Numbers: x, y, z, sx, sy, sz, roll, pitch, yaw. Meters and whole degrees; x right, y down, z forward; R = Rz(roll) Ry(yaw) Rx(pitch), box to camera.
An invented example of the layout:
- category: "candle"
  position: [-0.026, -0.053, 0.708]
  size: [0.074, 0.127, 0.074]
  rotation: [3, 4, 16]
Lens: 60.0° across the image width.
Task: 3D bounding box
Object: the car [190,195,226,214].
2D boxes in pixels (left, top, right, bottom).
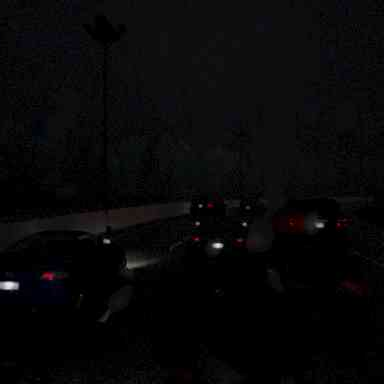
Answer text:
- category: "car"
  position: [1.527, 1.266, 29.923]
  size: [2.150, 2.045, 5.566]
  rotation: [0, 0, 18]

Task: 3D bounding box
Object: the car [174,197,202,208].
- category: "car"
  position: [-0.604, 1.561, 51.448]
  size: [2.128, 1.511, 4.902]
  rotation: [0, 0, 29]

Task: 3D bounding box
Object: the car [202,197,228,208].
- category: "car"
  position: [3.612, 1.570, 51.779]
  size: [2.128, 1.511, 4.902]
  rotation: [0, 0, 30]

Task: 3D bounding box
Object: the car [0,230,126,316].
- category: "car"
  position: [-2.946, 1.570, 7.672]
  size: [1.994, 1.385, 4.181]
  rotation: [0, 0, 5]

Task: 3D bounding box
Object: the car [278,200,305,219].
- category: "car"
  position: [9.235, 1.551, 30.678]
  size: [2.128, 1.511, 4.902]
  rotation: [0, 0, 20]

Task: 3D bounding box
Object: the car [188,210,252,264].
- category: "car"
  position: [1.034, 1.583, 11.967]
  size: [1.994, 1.385, 4.181]
  rotation: [0, 0, 7]

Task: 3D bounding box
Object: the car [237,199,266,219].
- category: "car"
  position: [5.467, 1.404, 30.451]
  size: [2.097, 1.767, 4.553]
  rotation: [0, 0, 19]

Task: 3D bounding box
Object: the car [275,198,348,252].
- category: "car"
  position: [4.844, 1.250, 14.194]
  size: [2.150, 2.045, 5.566]
  rotation: [0, 0, 9]
